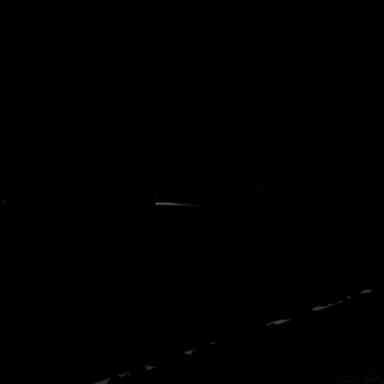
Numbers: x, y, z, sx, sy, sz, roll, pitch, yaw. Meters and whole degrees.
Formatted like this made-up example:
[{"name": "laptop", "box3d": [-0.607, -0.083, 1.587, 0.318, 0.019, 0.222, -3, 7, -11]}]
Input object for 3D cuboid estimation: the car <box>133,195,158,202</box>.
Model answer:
[{"name": "car", "box3d": [-6.981, 0.832, 49.971, 1.895, 1.301, 4.718, -1, 2, -35]}]
